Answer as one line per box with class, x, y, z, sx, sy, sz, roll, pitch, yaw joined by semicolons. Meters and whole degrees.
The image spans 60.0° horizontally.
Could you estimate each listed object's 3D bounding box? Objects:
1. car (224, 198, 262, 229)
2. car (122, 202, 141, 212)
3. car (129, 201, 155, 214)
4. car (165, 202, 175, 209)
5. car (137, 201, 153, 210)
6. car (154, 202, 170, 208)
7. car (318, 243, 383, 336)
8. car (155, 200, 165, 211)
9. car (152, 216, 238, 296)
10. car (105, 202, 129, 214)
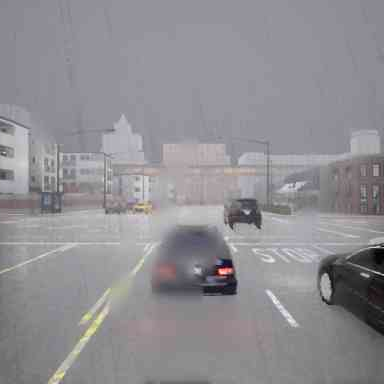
car;3.573;1.487;24.092;2.150;2.045;5.566;0;-1;0
car;-9.698;2.360;53.562;1.812;1.442;4.674;0;-1;5
car;-6.616;2.132;44.715;1.882;1.535;5.008;0;-1;3
car;-4.937;2.717;67.443;1.895;1.301;4.718;0;-1;12
car;-8.896;2.543;63.582;1.837;1.490;4.892;0;-1;7
car;-6.672;2.848;74.180;1.895;1.301;4.718;0;-1;18
car;3.590;1.520;5.180;1.837;1.490;4.892;0;0;0
car;-6.144;2.189;53.686;2.097;1.767;4.553;0;-1;4
car;0.059;1.589;8.881;2.033;1.411;5.357;0;0;0
car;-10.132;2.175;44.473;1.812;1.442;4.674;0;-1;3
